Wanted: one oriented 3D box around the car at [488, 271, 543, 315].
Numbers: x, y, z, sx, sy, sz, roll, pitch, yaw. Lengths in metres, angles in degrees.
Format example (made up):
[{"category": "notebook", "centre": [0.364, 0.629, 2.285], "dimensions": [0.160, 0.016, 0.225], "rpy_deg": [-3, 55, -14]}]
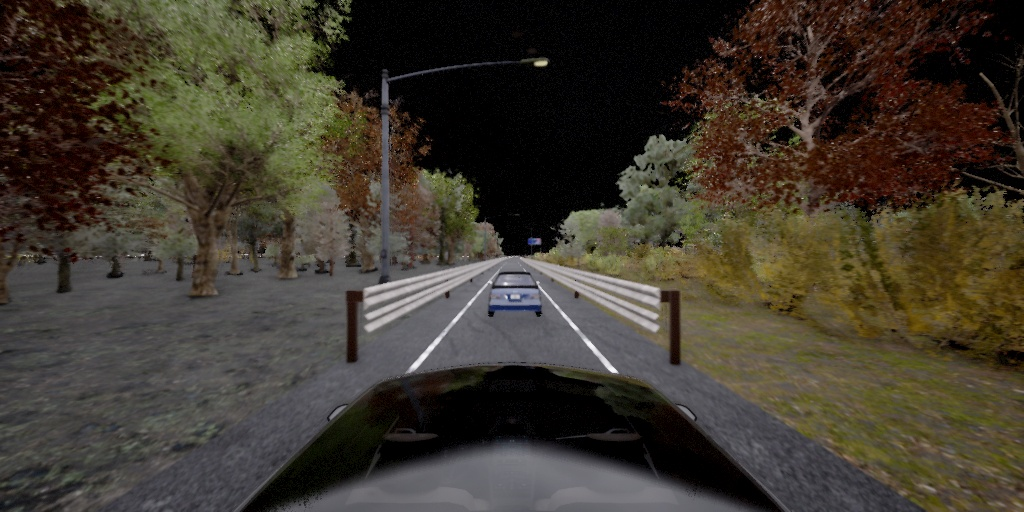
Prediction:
[{"category": "car", "centre": [0.096, 1.280, 13.348], "dimensions": [2.033, 1.411, 5.357], "rpy_deg": [0, 0, 0]}]
